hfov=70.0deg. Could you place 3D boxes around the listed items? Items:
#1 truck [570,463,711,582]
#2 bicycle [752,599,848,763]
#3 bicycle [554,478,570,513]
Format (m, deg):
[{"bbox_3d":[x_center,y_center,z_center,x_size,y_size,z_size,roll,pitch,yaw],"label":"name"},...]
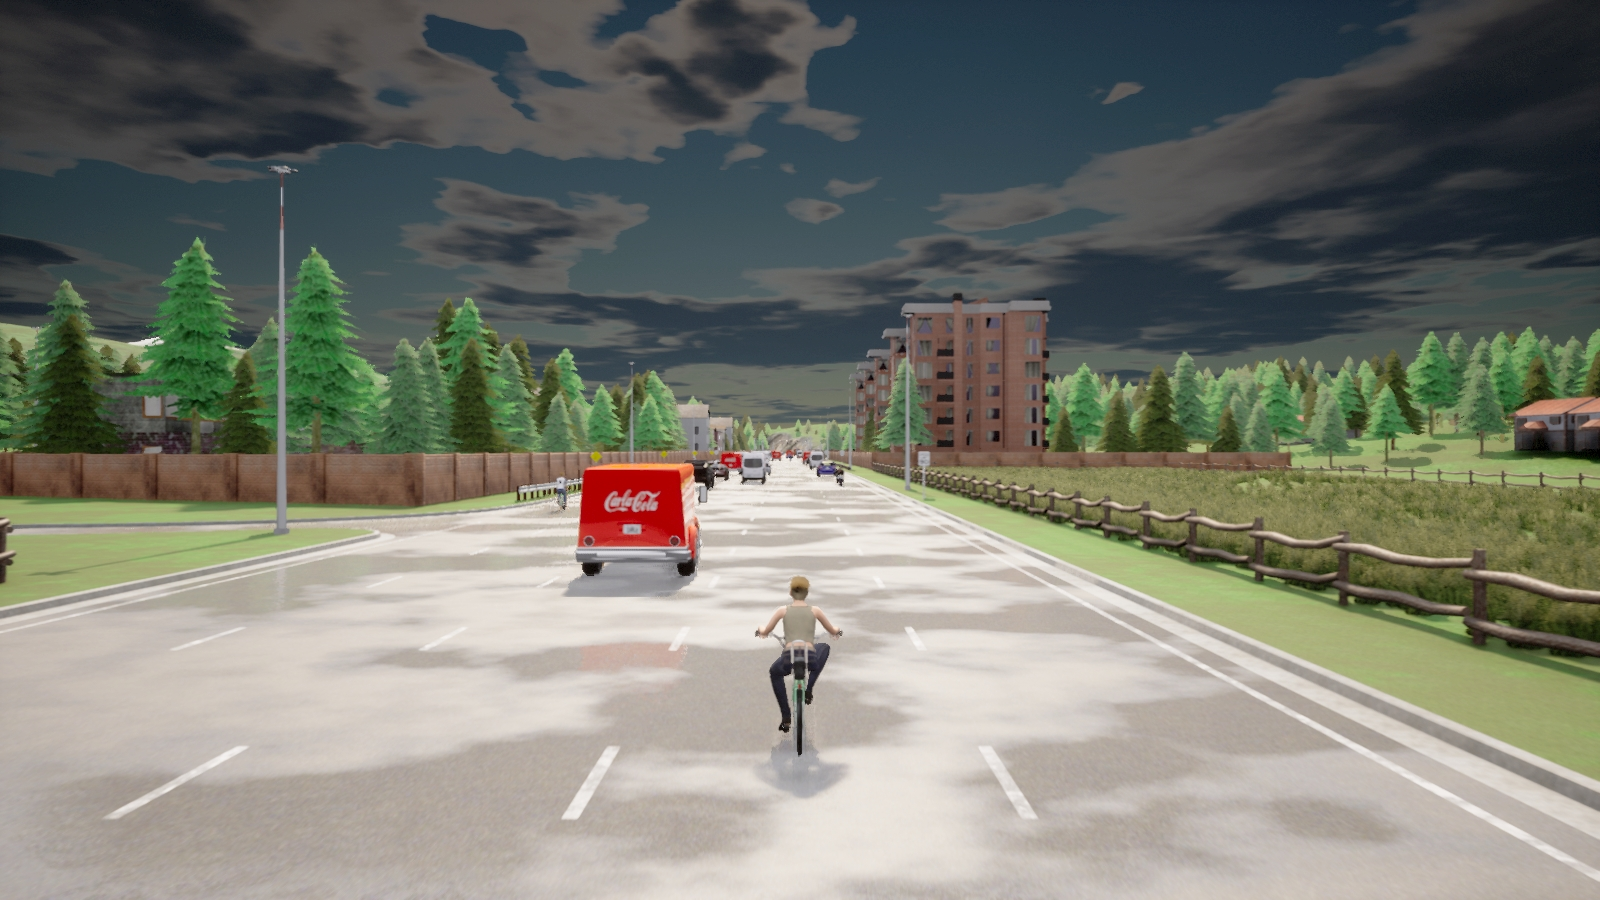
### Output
[{"bbox_3d":[-3.588,1.570,26.851,2.627,2.467,5.204,0,0,0],"label":"truck"},{"bbox_3d":[-0.008,2.158,10.937,0.859,1.276,1.487,0,0,-1],"label":"bicycle"},{"bbox_3d":[-10.782,2.056,51.810,0.373,1.496,1.643,0,0,-1],"label":"bicycle"}]
